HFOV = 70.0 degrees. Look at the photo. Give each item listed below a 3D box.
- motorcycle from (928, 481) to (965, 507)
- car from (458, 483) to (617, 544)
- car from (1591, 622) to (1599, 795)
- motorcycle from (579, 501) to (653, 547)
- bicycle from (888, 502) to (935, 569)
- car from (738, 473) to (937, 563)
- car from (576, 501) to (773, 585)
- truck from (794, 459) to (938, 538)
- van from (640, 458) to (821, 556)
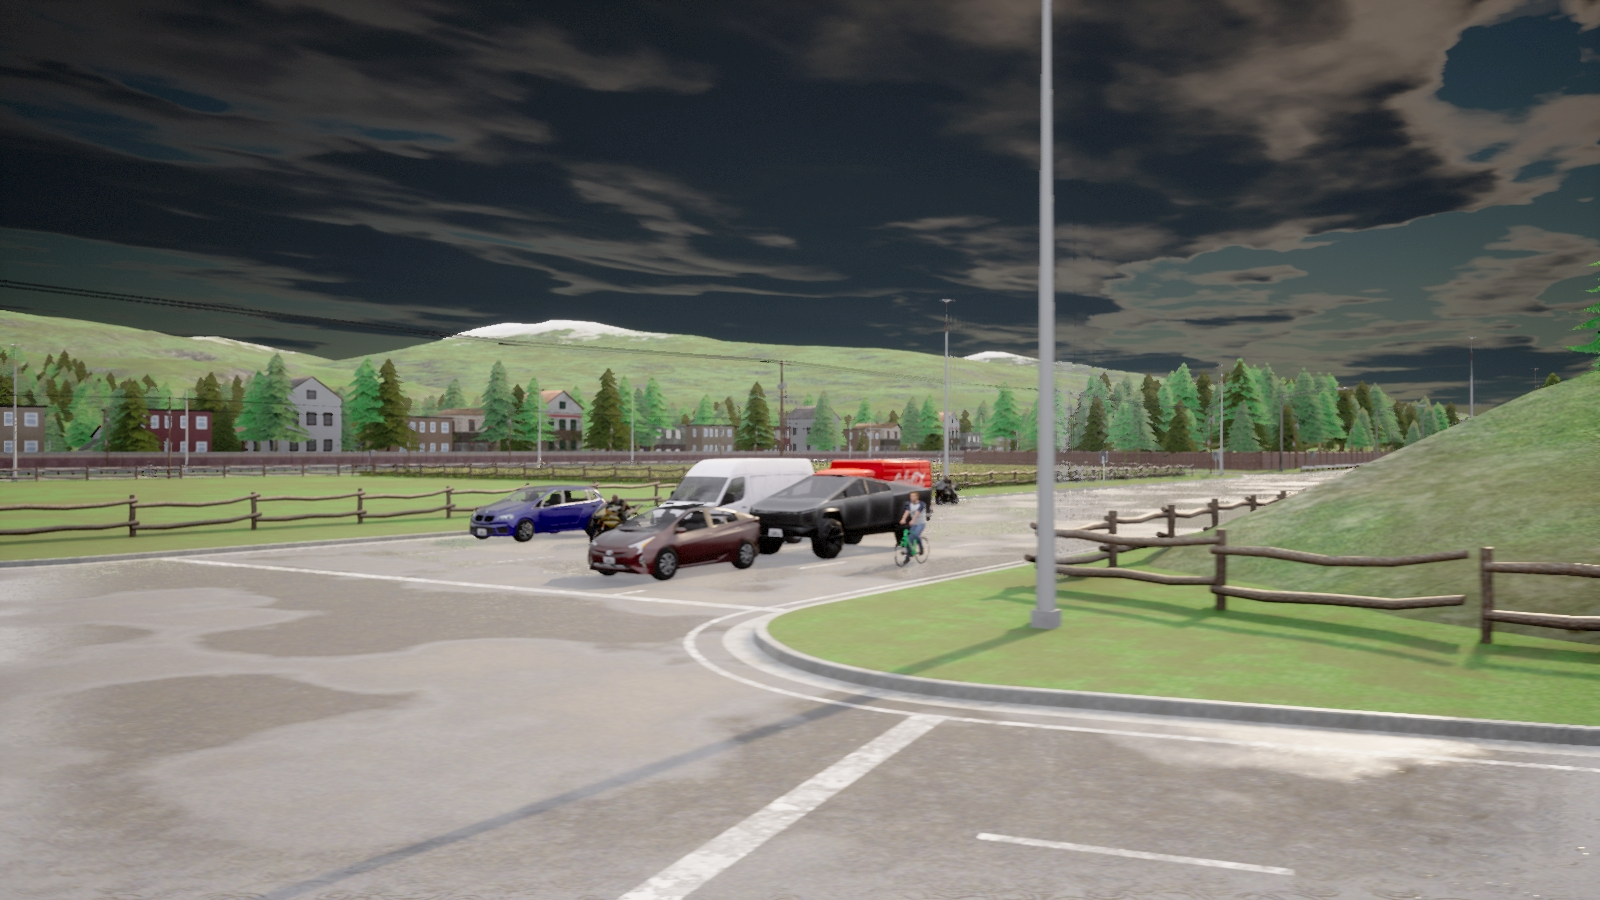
[{"bbox_3d":[7.470,2.218,58.185,0.867,1.251,2.209,0,0,36],"label":"motorcycle"},{"bbox_3d":[-8.288,1.969,36.468,2.242,1.667,4.611,0,0,36],"label":"car"},{"bbox_3d":[8.313,2.124,7.972,4.181,1.385,1.994,0,0,17],"label":"car"},{"bbox_3d":[-5.512,2.208,34.337,0.867,1.251,2.209,0,0,36],"label":"motorcycle"},{"bbox_3d":[2.729,2.062,27.814,0.373,1.496,1.643,0,0,36],"label":"bicycle"},{"bbox_3d":[1.199,1.759,31.666,2.390,2.098,6.274,0,0,36],"label":"car"},{"bbox_3d":[-2.769,2.042,26.170,2.007,1.525,4.514,0,0,35],"label":"car"},{"bbox_3d":[2.357,1.574,39.395,2.627,2.467,5.204,0,0,35],"label":"truck"},{"bbox_3d":[-1.879,1.539,33.393,1.988,2.561,5.915,0,0,36],"label":"van"}]
